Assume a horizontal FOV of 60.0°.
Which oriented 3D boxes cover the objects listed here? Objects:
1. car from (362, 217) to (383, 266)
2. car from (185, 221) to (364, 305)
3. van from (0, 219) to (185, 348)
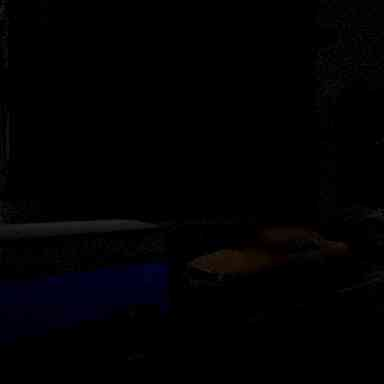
[{"bbox_3d":[6.556,1.559,11.388,4.313,1.339,1.947,0,0,-36],"label":"car"},{"bbox_3d":[2.005,1.530,8.112,4.829,1.417,1.752,0,0,-36],"label":"car"},{"bbox_3d":[-2.271,1.356,5.034,3.998,1.788,1.690,0,0,-36],"label":"van"}]
